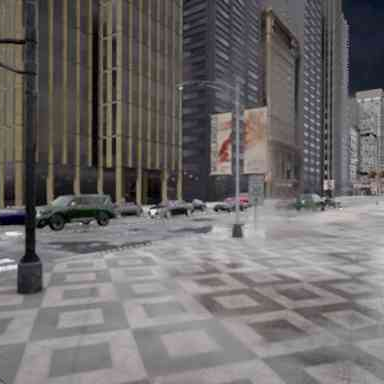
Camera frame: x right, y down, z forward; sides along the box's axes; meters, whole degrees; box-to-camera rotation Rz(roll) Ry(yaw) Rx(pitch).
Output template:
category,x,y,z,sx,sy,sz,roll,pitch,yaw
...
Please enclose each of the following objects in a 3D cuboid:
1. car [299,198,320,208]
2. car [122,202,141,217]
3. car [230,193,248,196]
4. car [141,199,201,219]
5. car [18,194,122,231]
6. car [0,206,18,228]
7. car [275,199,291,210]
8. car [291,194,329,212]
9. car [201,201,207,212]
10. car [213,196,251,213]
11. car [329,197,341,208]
category,x,y,z,sx,sy,sz,roll,pitch,yaw
car,17.848,1.596,50.366,1.994,1.385,4.181,0,0,36
car,-6.068,1.519,28.306,1.994,1.385,4.181,0,0,35
car,6.304,1.206,45.497,2.150,2.045,5.566,0,0,37
car,-1.718,1.465,28.796,2.128,1.511,4.902,0,0,36
car,-7.399,1.184,20.864,2.150,2.045,5.566,0,0,36
car,-11.202,1.545,21.139,1.895,1.301,4.718,0,0,36
car,12.361,1.565,42.611,2.033,1.411,5.357,0,0,36
car,14.072,1.252,39.442,2.150,2.045,5.566,0,0,36
car,-0.143,1.495,36.566,1.812,1.442,4.674,0,0,36
car,4.399,1.537,37.317,2.033,1.411,5.357,0,0,35
car,20.248,1.551,48.135,1.837,1.490,4.892,0,0,36
